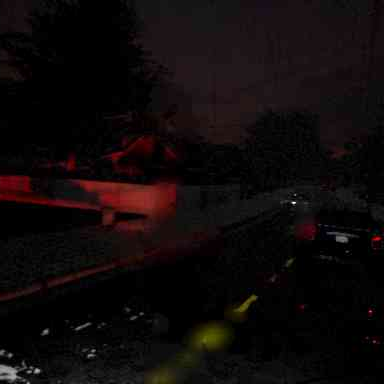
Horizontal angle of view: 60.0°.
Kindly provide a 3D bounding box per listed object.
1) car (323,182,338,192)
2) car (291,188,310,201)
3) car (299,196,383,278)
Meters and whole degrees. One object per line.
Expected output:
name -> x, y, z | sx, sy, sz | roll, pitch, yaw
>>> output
car -> 31.187, -1.260, 75.601 | 2.150, 2.045, 5.566 | 6, 5, 27
car -> 13.276, 0.307, 40.418 | 1.812, 1.442, 4.674 | 5, 4, 18
car -> 4.747, 1.186, 10.357 | 2.097, 1.767, 4.553 | 6, 3, 26
